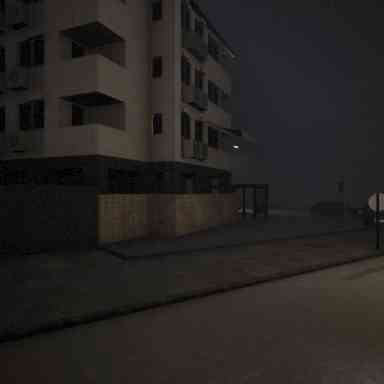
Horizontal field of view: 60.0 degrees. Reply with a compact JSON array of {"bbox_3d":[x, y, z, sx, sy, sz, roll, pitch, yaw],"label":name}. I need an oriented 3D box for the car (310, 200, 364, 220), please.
[{"bbox_3d":[12.443,1.505,28.324,1.837,1.490,4.892,0,0,-35],"label":"car"}]
